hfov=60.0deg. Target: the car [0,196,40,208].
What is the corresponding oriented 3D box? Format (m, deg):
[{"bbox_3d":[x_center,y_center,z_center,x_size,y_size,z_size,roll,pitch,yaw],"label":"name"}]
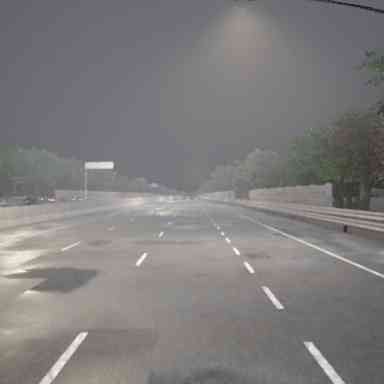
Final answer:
[{"bbox_3d":[-17.567,1.471,34.025,2.150,2.045,5.566,0,0,0],"label":"car"}]
